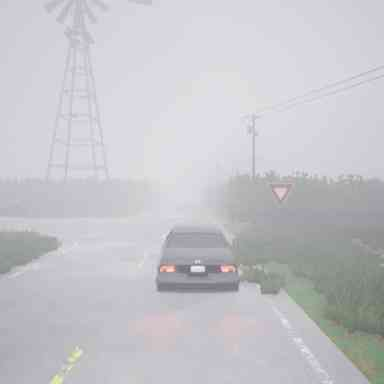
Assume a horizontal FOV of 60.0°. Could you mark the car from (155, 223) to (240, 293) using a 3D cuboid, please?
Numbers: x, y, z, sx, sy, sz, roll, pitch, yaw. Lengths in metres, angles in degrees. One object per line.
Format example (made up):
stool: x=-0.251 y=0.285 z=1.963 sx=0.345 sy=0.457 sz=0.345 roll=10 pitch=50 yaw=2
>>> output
car: x=0.106 y=1.546 z=8.978 sx=2.033 sy=1.411 sz=5.357 roll=0 pitch=0 yaw=0

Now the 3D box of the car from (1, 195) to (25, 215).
car: x=-17.212 y=1.212 z=31.940 sx=1.905 sy=1.878 sz=3.866 roll=0 pitch=0 yaw=-31
